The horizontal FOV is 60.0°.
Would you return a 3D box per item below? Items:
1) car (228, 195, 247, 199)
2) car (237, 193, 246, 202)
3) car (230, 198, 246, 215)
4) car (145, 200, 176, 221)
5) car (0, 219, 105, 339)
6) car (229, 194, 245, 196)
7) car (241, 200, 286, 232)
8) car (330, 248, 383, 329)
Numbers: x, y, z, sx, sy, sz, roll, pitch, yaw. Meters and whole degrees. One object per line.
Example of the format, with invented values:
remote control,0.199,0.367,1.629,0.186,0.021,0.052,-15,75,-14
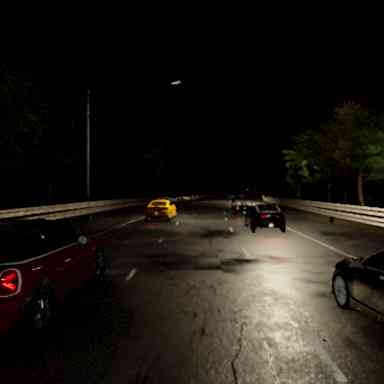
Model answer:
car,5.907,1.463,42.595,2.033,1.411,5.357,0,0,6
car,12.787,1.358,85.372,2.150,2.045,5.566,0,0,11
car,4.874,1.502,31.904,1.895,1.301,4.718,0,0,5
car,-2.415,1.391,26.513,1.882,1.535,5.008,0,0,4
car,-3.282,1.321,6.697,2.097,1.767,4.553,0,0,1
car,7.229,1.457,53.280,1.882,1.535,5.008,0,0,8
car,4.175,1.442,19.444,1.837,1.490,4.892,0,0,3
car,3.680,1.479,4.819,1.837,1.490,4.892,0,-1,1
